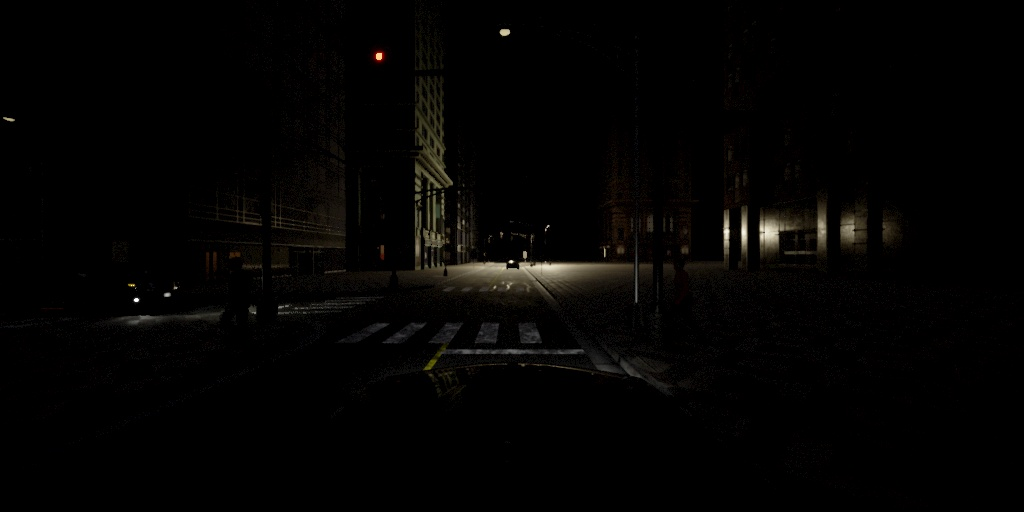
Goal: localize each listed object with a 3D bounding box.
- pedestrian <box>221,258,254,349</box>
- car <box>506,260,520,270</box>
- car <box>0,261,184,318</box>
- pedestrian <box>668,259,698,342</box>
[{"bbox_3d":[-5.365,0.891,7.031,0.375,1.860,0.375,0,0,0],"label":"pedestrian"},{"bbox_3d":[0.111,1.322,53.475,1.994,1.385,4.181,0,0,0],"label":"car"},{"bbox_3d":[-16.104,1.191,13.855,5.566,2.045,2.150,-1,0,0],"label":"car"},{"bbox_3d":[3.603,0.891,7.610,0.375,1.860,0.375,0,0,0],"label":"pedestrian"}]
